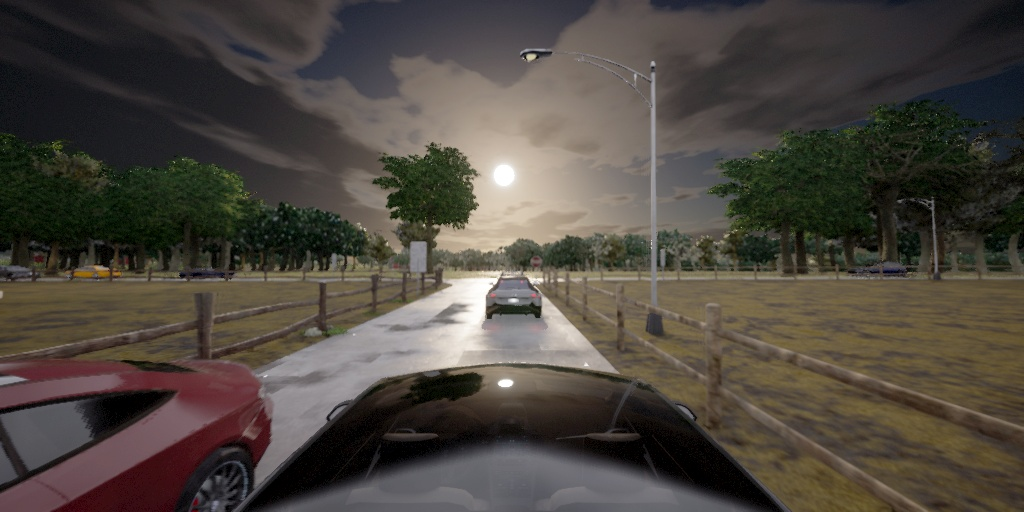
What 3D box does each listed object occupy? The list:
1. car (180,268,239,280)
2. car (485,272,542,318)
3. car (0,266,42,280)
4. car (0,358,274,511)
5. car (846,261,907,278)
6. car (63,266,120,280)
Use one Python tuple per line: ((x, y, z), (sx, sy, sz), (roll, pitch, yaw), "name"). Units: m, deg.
((-31.155, 1.853, 37.052), (4.718, 1.301, 1.895), (0, -2, 0), "car")
((0.058, 1.460, 13.701), (1.994, 1.385, 4.181), (0, -1, 0), "car")
((-51.807, 1.741, 37.084), (4.902, 1.511, 2.128), (0, -2, 0), "car")
((-2.844, 1.269, 1.106), (1.812, 1.442, 4.674), (0, -1, 0), "car")
((38.750, 1.441, 38.272), (4.553, 1.767, 2.097), (-1, -2, 12), "car")
((-46.745, 1.841, 39.896), (5.008, 1.535, 1.882), (0, -2, 0), "car")
